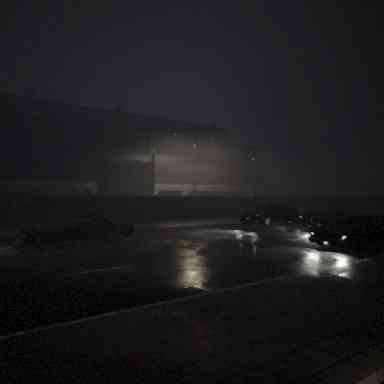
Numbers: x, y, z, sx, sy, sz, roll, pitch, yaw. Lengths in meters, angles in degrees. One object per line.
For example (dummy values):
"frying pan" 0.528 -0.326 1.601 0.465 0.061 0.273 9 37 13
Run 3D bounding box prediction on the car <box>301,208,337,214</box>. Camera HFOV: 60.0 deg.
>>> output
"car" 8.935 1.725 20.166 4.181 1.385 1.994 1 0 -35

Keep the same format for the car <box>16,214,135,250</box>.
"car" -5.009 1.636 14.532 4.718 1.301 1.895 1 0 -35

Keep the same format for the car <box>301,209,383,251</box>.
"car" 7.534 1.672 14.885 5.357 1.411 2.033 1 0 -35

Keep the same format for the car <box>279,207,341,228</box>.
"car" 8.655 1.805 24.255 4.718 1.301 1.895 2 -1 -35

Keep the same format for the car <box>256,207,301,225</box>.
"car" 5.044 1.345 21.586 4.181 1.385 1.994 -3 2 -35
